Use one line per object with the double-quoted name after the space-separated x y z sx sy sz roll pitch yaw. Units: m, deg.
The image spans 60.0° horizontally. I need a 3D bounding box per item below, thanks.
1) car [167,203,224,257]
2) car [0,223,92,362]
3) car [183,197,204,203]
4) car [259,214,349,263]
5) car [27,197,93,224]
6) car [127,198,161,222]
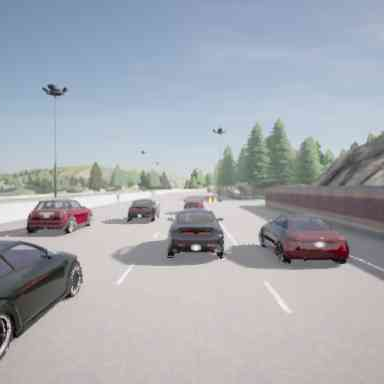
0.121 1.362 12.257 1.837 1.490 4.892 0 1 0 "car"
-3.385 1.494 5.622 1.994 1.385 4.181 0 1 0 "car"
0.156 1.167 30.941 1.812 1.442 4.674 0 1 0 "car"
3.621 1.435 11.432 1.994 1.385 4.181 0 1 0 "car"
-6.869 1.136 17.816 2.097 1.767 4.553 0 1 0 "car"
-3.359 1.227 23.736 1.837 1.490 4.892 0 1 0 "car"
